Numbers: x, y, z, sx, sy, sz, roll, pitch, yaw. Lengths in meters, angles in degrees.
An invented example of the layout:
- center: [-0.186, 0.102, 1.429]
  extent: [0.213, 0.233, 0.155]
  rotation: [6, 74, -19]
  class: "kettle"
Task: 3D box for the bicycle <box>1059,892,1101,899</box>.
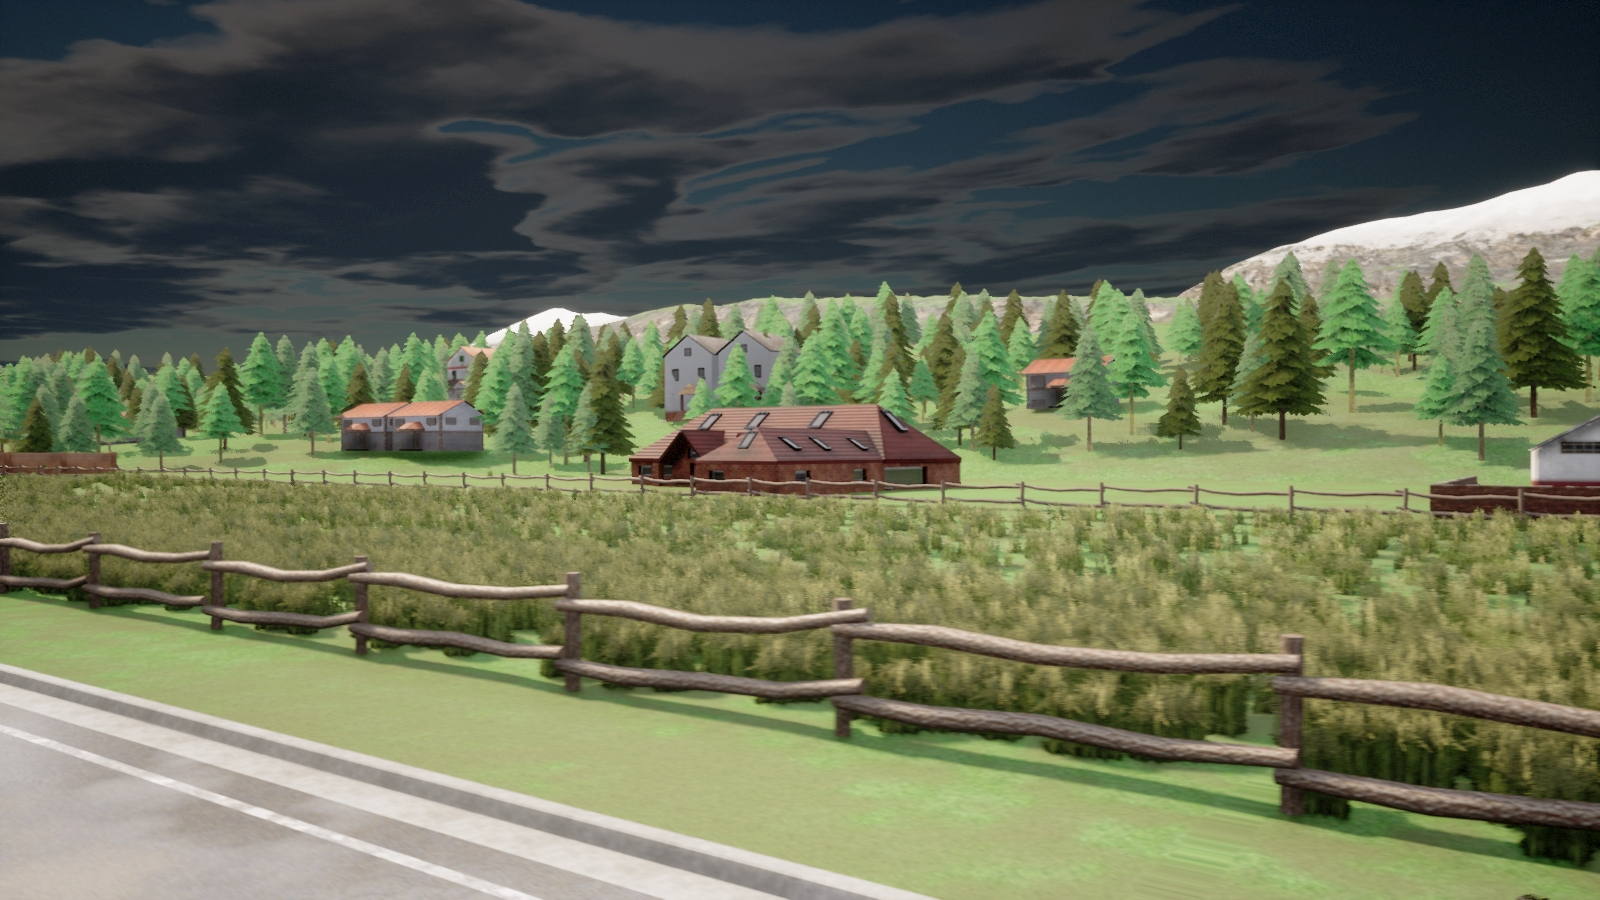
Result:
- center: [1.459, 2.060, 2.756]
  extent: [1.835, 1.471, 0.329]
  rotation: [0, 0, 35]
  class: "bicycle"
